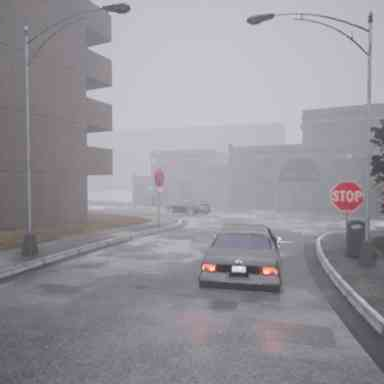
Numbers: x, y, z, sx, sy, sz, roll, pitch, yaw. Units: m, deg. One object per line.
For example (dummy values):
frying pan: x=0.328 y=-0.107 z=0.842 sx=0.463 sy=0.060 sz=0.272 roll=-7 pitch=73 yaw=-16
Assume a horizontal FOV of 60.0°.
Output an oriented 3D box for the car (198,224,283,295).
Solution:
car: x=1.437 y=1.576 z=8.995 sx=2.033 sy=1.411 sz=5.357 roll=0 pitch=0 yaw=12

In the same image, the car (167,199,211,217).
car: x=-0.418 y=1.423 z=31.580 sx=2.128 sy=1.511 sz=4.902 roll=-1 pitch=3 yaw=-44
